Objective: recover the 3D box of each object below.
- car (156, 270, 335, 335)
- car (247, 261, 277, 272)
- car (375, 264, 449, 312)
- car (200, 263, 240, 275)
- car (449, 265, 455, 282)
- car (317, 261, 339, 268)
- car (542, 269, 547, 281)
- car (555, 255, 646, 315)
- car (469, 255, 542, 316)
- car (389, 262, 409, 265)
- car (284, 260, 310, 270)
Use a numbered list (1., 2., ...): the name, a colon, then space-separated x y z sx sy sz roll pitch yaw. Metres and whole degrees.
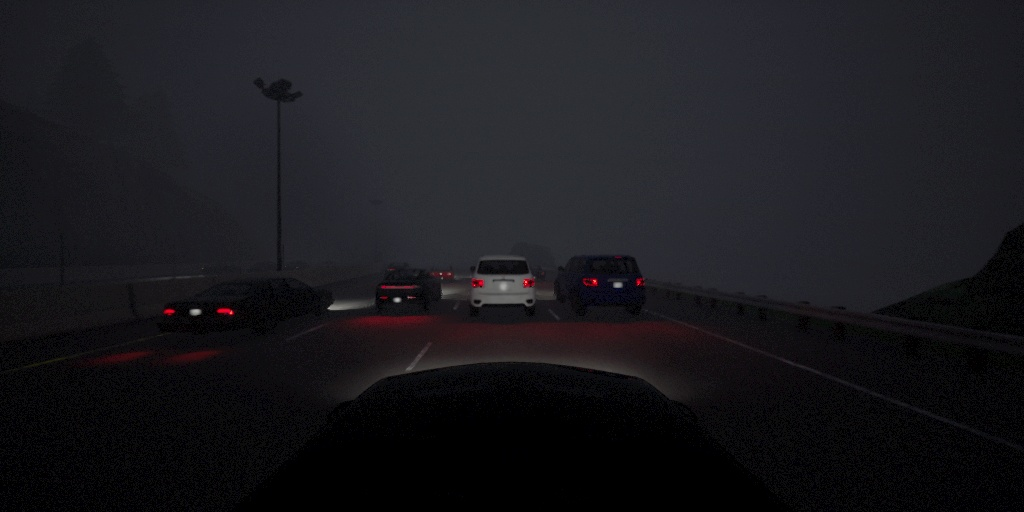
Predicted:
1. car: -7.255 1.312 10.596 2.033 1.411 5.357 0 0 -3
2. car: -30.226 1.355 43.839 2.033 1.411 5.357 0 0 -14
3. car: -3.982 1.247 14.358 2.128 1.511 4.902 0 0 -4
4. car: -33.067 1.416 40.784 1.895 1.301 4.718 0 0 -14
5. car: -5.550 1.354 28.619 1.895 1.301 4.718 0 0 -8
6. car: -23.717 1.316 46.445 1.812 1.442 4.674 0 0 -15
7. car: 1.407 1.337 29.399 1.895 1.301 4.718 0 0 -8
8. car: 3.095 0.962 13.630 2.150 2.045 5.566 0 0 -3
9. car: -0.404 0.970 13.494 2.150 2.045 5.566 0 0 -3
10. car: -9.255 1.254 29.649 2.128 1.511 4.902 0 0 -9
11. car: -27.004 1.276 45.187 1.882 1.535 5.008 0 0 -15
